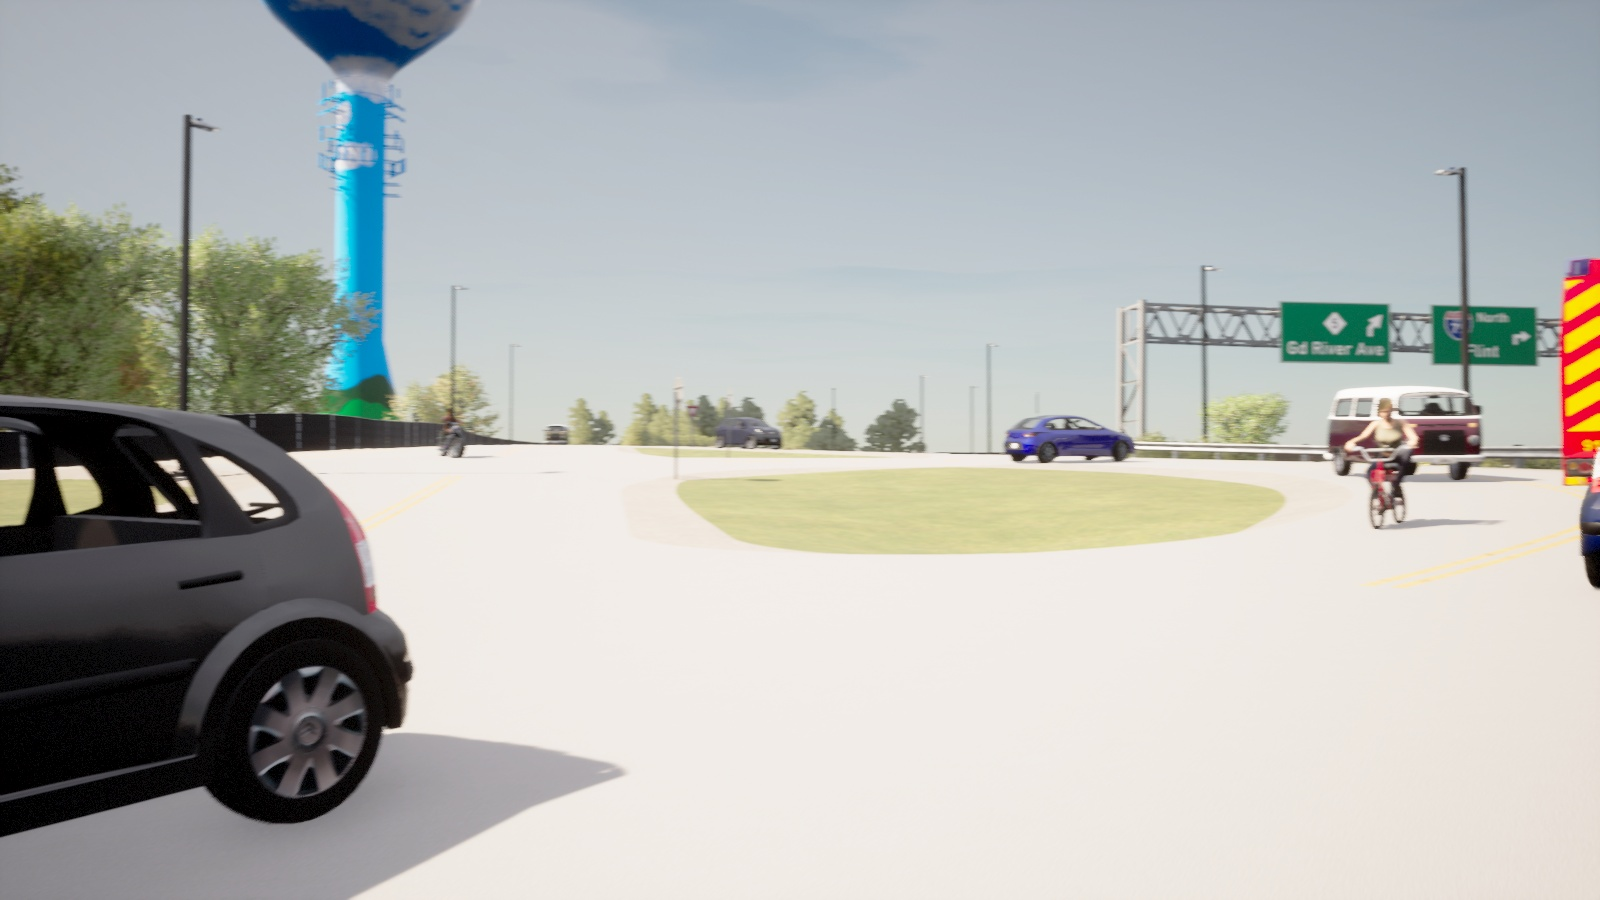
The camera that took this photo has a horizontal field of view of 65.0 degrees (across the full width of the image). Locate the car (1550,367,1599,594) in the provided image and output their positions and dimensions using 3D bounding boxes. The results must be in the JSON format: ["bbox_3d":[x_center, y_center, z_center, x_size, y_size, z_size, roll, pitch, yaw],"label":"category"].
[{"bbox_3d":[7.527,0.155,9.984,1.851,1.617,3.988,-2,0,43],"label":"car"}]

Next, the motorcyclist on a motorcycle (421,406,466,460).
[{"bbox_3d":[-11.522,-0.562,40.518,0.766,1.649,2.350,2,1,-30],"label":"motorcyclist on a motorcycle"}]

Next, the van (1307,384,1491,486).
[{"bbox_3d":[12.975,-0.353,27.559,2.069,2.038,4.480,0,1,3],"label":"van"}]

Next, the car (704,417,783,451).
[{"bbox_3d":[-2.649,-0.732,58.639,1.845,1.501,3.633,1,0,-40],"label":"car"}]

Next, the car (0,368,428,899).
[{"bbox_3d":[-3.382,0.576,3.865,1.851,1.617,3.988,0,1,35],"label":"car"}]

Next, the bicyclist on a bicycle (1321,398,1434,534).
[{"bbox_3d":[7.232,0.183,15.693,0.866,1.612,1.509,-2,0,40],"label":"bicyclist on a bicycle"}]

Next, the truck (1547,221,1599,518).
[{"bbox_3d":[13.803,-1.128,18.678,2.891,3.827,8.468,-1,1,43],"label":"truck"}]

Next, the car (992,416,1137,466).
[{"bbox_3d":[8.278,-0.327,39.296,4.193,1.474,1.816,-1,2,-25],"label":"car"}]
